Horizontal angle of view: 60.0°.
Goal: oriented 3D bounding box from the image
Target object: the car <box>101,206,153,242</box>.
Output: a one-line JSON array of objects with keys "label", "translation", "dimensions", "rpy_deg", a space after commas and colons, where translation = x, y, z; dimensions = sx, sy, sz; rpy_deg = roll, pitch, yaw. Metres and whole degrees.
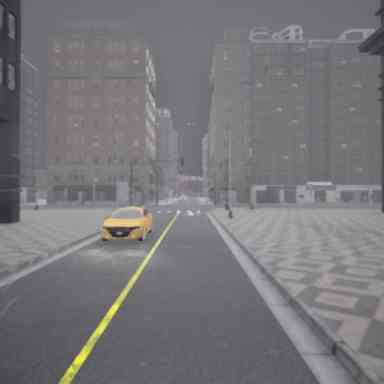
[{"label": "car", "translation": [-3.093, 1.488, 16.683], "dimensions": [1.882, 1.535, 5.008], "rpy_deg": [0, 0, 0]}]

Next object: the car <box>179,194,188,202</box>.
[{"label": "car", "translation": [-2.205, 1.416, 85.867], "dimensions": [2.150, 2.045, 5.566], "rpy_deg": [0, 0, 0]}]
